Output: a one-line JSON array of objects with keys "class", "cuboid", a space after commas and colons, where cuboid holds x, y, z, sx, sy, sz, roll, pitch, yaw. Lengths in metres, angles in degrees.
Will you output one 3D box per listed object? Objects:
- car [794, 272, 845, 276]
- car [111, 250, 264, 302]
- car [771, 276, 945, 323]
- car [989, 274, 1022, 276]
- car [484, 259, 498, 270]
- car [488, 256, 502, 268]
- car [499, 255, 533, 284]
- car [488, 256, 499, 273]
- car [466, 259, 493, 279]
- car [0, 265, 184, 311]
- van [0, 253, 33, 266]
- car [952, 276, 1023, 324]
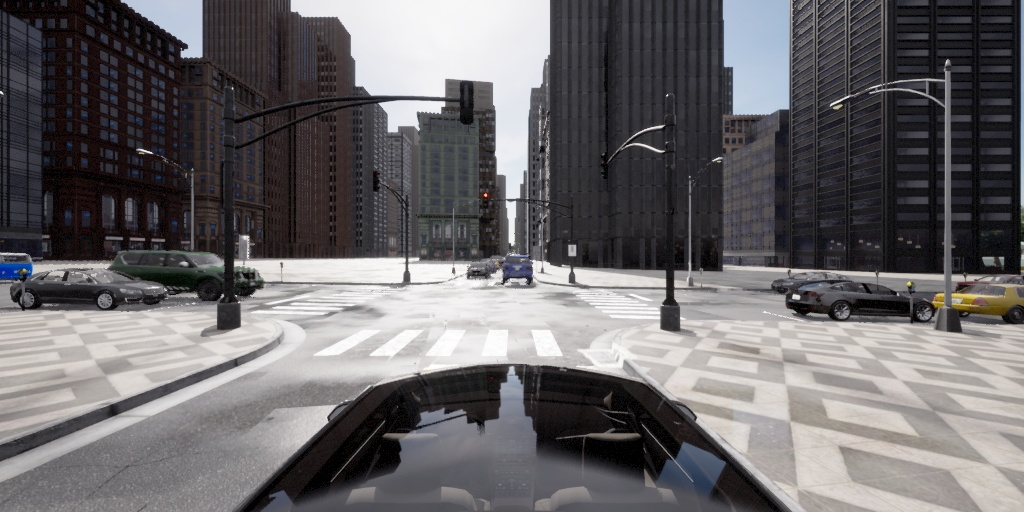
[{"class": "car", "cuboid": [17.808, 1.591, 21.206, 4.403, 1.370, 2.007, 0, 0, 0]}, {"class": "car", "cuboid": [-13.897, 0.797, 15.393, 5.566, 2.045, 2.150, 1, 0, 0]}, {"class": "car", "cuboid": [12.143, 1.524, 12.690, 4.313, 1.339, 1.948, 0, 0, 0]}, {"class": "car", "cuboid": [29.094, 1.766, 21.187, 4.507, 1.381, 1.888, 0, 0, 0]}, {"class": "car", "cuboid": [-3.017, 1.227, 52.486, 1.882, 1.535, 5.008, 0, 0, 0]}, {"class": "car", "cuboid": [-2.954, 0.973, 63.188, 2.150, 2.045, 5.566, 0, 0, 1]}, {"class": "car", "cuboid": [0.390, 0.971, 27.118, 2.150, 2.045, 5.566, 1, 0, 1]}, {"class": "car", "cuboid": [-3.038, 1.102, 42.288, 2.097, 1.767, 4.553, 0, 0, 0]}, {"class": "car", "cuboid": [-3.055, 1.254, 33.235, 1.837, 1.490, 4.892, 0, 0, 0]}, {"class": "car", "cuboid": [-14.765, 1.116, 12.638, 4.403, 1.370, 2.007, 0, 0, 0]}, {"class": "van", "cuboid": [-31.118, 0.680, 21.191, 3.998, 1.789, 1.690, 0, 0, 0]}, {"class": "car", "cuboid": [17.955, 1.571, 12.680, 4.829, 1.417, 1.751, 0, 0, 0]}]
